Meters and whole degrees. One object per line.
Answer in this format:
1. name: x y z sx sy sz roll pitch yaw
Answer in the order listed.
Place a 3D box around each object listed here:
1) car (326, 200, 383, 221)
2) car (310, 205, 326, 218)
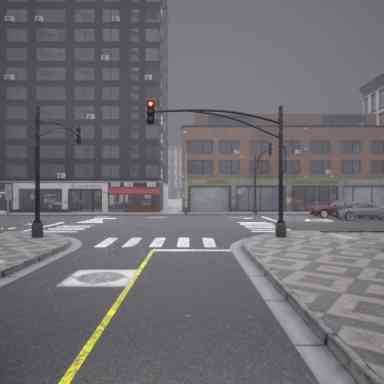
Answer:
1. car: 13.415 1.550 26.608 4.181 1.385 1.994 0 0 0
2. car: 13.161 1.490 29.862 5.008 1.535 1.882 0 0 1
